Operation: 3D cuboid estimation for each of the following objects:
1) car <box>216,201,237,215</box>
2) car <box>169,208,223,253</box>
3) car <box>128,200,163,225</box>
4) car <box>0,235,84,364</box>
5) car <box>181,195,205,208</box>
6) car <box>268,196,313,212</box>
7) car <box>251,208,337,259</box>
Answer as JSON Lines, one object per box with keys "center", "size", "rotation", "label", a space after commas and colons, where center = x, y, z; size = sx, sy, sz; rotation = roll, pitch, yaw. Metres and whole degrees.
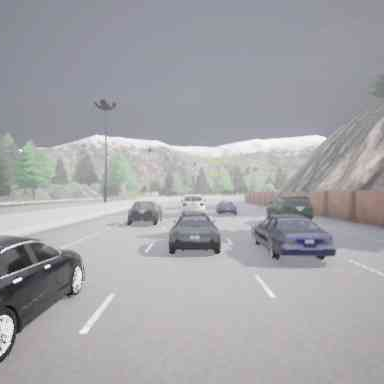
{"center": [3.603, 1.638, 35.570], "size": [1.994, 1.385, 4.181], "rotation": [0, 0, 0], "label": "car"}
{"center": [0.100, 1.593, 13.825], "size": [1.994, 1.385, 4.181], "rotation": [0, 0, 0], "label": "car"}
{"center": [-3.398, 1.403, 24.795], "size": [2.097, 1.767, 4.553], "rotation": [0, 0, 0], "label": "car"}
{"center": [-3.400, 1.516, 5.776], "size": [1.837, 1.490, 4.892], "rotation": [0, 0, 0], "label": "car"}
{"center": [0.105, 1.288, 32.416], "size": [2.150, 2.045, 5.566], "rotation": [0, 0, 0], "label": "car"}
{"center": [7.103, 1.273, 24.526], "size": [2.150, 2.045, 5.566], "rotation": [0, 0, 0], "label": "car"}
{"center": [3.600, 1.575, 12.694], "size": [2.033, 1.411, 5.357], "rotation": [0, 0, 0], "label": "car"}
